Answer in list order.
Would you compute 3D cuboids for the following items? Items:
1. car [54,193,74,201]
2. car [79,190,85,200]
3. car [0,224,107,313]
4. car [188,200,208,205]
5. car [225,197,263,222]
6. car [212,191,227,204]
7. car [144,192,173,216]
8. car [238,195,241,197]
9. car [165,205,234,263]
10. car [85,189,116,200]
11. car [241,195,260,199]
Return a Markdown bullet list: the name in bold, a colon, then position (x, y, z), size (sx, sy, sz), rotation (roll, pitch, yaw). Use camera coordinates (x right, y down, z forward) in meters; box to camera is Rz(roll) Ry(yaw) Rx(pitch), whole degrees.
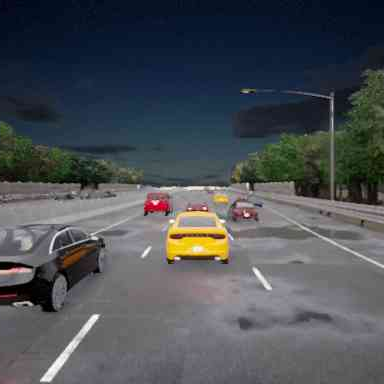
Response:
- **car**: position (-23.416, 0.864, 61.001), size (2.033, 1.411, 5.357), rotation (0, 1, 2)
- **car**: position (-19.838, 0.470, 64.255), size (2.150, 2.045, 5.566), rotation (0, 1, 1)
- **car**: position (-3.357, 1.471, 7.594), size (2.128, 1.511, 4.902), rotation (0, 0, 0)
- **car**: position (0.501, 1.411, 29.948), size (1.895, 1.301, 4.718), rotation (0, 1, 1)
- **car**: position (3.794, 1.386, 25.010), size (1.812, 1.442, 4.674), rotation (0, 1, 1)
- **car**: position (4.378, 0.969, 51.213), size (1.882, 1.535, 5.008), rotation (0, 1, 1)
- **car**: position (-2.992, 1.029, 30.345), size (2.150, 2.045, 5.566), rotation (0, 1, 1)
- **car**: position (7.881, 1.090, 51.224), size (1.895, 1.301, 4.718), rotation (0, 1, 1)
- **car**: position (0.181, 1.434, 11.831), size (1.882, 1.535, 5.008), rotation (0, 0, 1)
- **car**: position (-13.265, 0.774, 48.556), size (2.150, 2.045, 5.566), rotation (0, 1, 2)
- **car**: position (7.520, 1.227, 41.040), size (1.994, 1.385, 4.181), rotation (0, 1, 3)
